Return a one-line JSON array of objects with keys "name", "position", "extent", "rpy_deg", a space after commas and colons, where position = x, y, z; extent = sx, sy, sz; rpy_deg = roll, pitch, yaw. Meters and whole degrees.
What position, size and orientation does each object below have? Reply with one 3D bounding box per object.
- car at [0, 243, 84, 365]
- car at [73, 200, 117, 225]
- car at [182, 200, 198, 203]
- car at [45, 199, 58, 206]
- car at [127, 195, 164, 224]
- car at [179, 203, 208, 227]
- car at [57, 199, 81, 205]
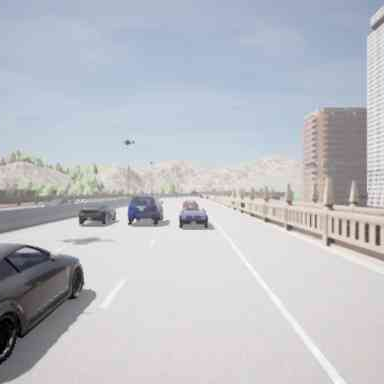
[{"name": "car", "position": [-3.400, 1.574, 5.782], "extent": [1.994, 1.385, 4.181], "rpy_deg": [0, 0, 0]}, {"name": "car", "position": [-6.925, 1.546, 24.746], "extent": [1.837, 1.490, 4.892], "rpy_deg": [0, 0, 0]}, {"name": "car", "position": [-0.224, 1.632, 40.357], "extent": [1.994, 1.385, 4.181], "rpy_deg": [0, 0, -1]}, {"name": "car", "position": [-17.968, 1.623, 45.017], "extent": [2.033, 1.411, 5.357], "rpy_deg": [0, 0, -1]}, {"name": "car", "position": [-3.424, 1.264, 25.092], "extent": [2.150, 2.045, 5.566], "rpy_deg": [0, 0, 0]}, {"name": "car", "position": [0.089, 1.639, 22.940], "extent": [1.895, 1.301, 4.718], "rpy_deg": [0, 0, 0]}, {"name": "car", "position": [-14.364, 1.669, 40.762], "extent": [1.895, 1.301, 4.718], "rpy_deg": [0, 0, -1]}]
